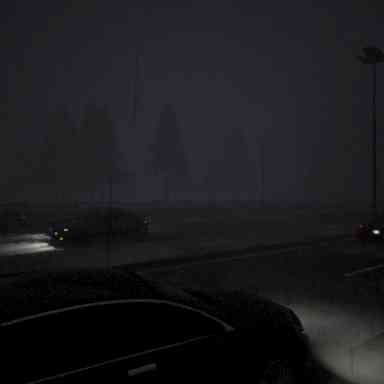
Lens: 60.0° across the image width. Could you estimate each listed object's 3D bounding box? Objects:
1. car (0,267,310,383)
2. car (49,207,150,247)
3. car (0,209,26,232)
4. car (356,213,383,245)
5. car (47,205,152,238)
[{"bbox_3d":[-0.902,1.505,3.102,4.892,1.490,1.837,0,0,-36],"label":"car"},{"bbox_3d":[-4.087,1.566,15.181,4.181,1.385,1.994,0,0,-35],"label":"car"},{"bbox_3d":[-11.531,1.564,18.480,4.181,1.385,1.994,0,0,-35],"label":"car"},{"bbox_3d":[9.009,1.569,14.478,4.181,1.385,1.994,0,0,-36],"label":"car"},{"bbox_3d":[-5.094,1.550,18.757,5.357,1.411,2.033,0,0,-35],"label":"car"}]
